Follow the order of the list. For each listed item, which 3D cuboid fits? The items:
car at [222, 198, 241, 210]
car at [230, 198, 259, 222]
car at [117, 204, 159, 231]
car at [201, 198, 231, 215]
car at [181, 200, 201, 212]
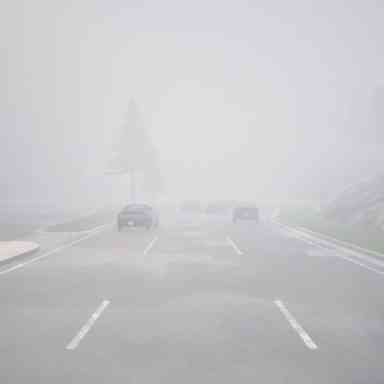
[{"bbox_3d":[5.318,1.526,44.184,1.812,1.442,4.674,0,0,16],"label":"car"},{"bbox_3d":[4.175,1.478,26.131,1.882,1.535,5.008,0,0,7],"label":"car"},{"bbox_3d":[-3.233,1.491,20.594,2.128,1.511,4.902,0,0,2],"label":"car"},{"bbox_3d":[2.556,1.526,34.224,1.812,1.442,4.674,0,0,15],"label":"car"},{"bbox_3d":[0.190,1.564,38.815,1.994,1.385,4.181,0,0,16],"label":"car"}]
